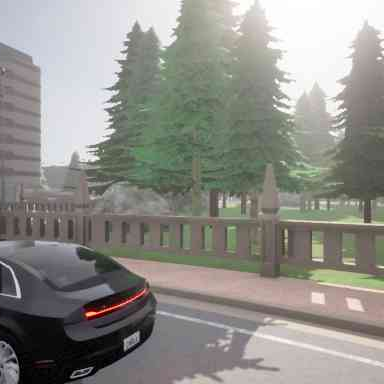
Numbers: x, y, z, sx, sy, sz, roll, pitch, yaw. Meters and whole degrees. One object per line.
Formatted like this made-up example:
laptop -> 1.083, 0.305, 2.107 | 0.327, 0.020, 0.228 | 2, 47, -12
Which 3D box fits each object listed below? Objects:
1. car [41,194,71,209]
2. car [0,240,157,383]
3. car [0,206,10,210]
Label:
car -> -19.107, 1.277, 47.727 | 2.150, 2.045, 5.566 | 0, 0, 21
car -> -2.847, 1.505, 5.067 | 4.892, 1.490, 1.837 | 0, 0, 28
car -> -23.248, 1.603, 37.259 | 2.033, 1.411, 5.357 | 0, 0, 21
